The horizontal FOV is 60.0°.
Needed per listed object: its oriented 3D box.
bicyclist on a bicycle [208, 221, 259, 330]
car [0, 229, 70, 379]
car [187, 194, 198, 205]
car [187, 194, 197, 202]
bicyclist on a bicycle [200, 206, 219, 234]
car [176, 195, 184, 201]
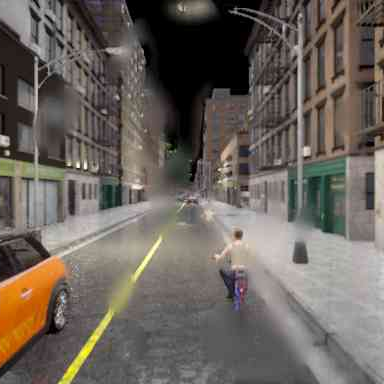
[{"bbox_3d":[0.802,1.436,5.933,0.866,1.612,1.509,0,0,0],"label":"bicyclist on a bicycle"},{"bbox_3d":[-3.100,1.352,3.704,2.097,1.767,4.553,0,0,0],"label":"car"},{"bbox_3d":[0.097,1.501,59.404,1.812,1.442,4.674,0,0,0],"label":"car"},{"bbox_3d":[0.001,1.320,75.187,2.097,1.767,4.553,0,0,0],"label":"car"},{"bbox_3d":[0.799,1.436,14.998,0.866,1.612,1.509,0,0,0],"label":"bicyclist on a bicycle"},{"bbox_3d":[-2.999,1.460,81.193,1.837,1.490,4.892,0,0,0],"label":"car"}]
